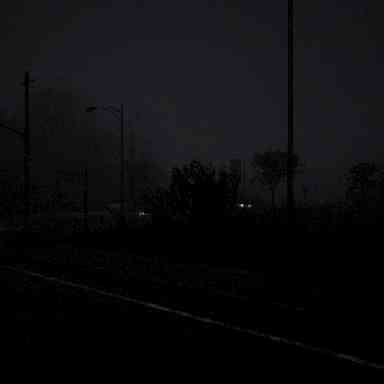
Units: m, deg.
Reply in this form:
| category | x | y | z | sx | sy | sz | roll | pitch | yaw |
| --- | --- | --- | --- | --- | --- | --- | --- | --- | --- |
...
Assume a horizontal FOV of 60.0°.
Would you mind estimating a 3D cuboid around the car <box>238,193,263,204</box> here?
| category | x | y | z | sx | sy | sz | roll | pitch | yaw |
| --- | --- | --- | --- | --- | --- | --- | --- | --- | --- |
| car | 10.078 | 1.266 | 55.580 | 2.033 | 1.411 | 5.357 | 0 | 1 | 37 |

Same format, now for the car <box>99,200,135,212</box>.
| category | x | y | z | sx | sy | sz | roll | pitch | yaw |
| --- | --- | --- | --- | --- | --- | --- | --- | --- | --- |
| car | -8.250 | 1.595 | 38.356 | 1.895 | 1.301 | 4.718 | 0 | 0 | 39 |

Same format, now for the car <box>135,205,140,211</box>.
| category | x | y | z | sx | sy | sz | roll | pitch | yaw |
| --- | --- | --- | --- | --- | --- | --- | --- | --- | --- |
| car | -3.627 | 1.531 | 38.525 | 2.033 | 1.411 | 5.357 | 0 | 0 | 39 |
